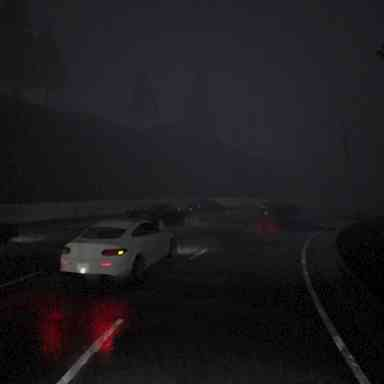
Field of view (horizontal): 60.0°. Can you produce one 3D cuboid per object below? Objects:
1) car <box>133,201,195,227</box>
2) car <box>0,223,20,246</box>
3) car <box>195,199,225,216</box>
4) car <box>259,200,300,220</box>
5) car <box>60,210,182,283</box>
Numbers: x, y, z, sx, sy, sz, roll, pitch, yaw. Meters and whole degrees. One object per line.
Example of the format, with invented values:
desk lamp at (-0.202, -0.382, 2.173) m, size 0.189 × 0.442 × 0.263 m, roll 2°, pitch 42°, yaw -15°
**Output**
car at (-1.908, 1.375, 19.443) m, size 1.882 × 1.535 × 5.008 m, roll 0°, pitch 0°, yaw 25°
car at (-8.778, 1.443, 11.763) m, size 2.033 × 1.411 × 5.357 m, roll 0°, pitch 0°, yaw 15°
car at (1.320, 1.384, 31.334) m, size 1.812 × 1.442 × 4.674 m, roll 0°, pitch 0°, yaw 39°
car at (7.217, 1.402, 27.184) m, size 2.128 × 1.511 × 4.902 m, roll 0°, pitch 0°, yaw 39°
car at (-1.860, 1.470, 9.556) m, size 1.812 × 1.442 × 4.674 m, roll 0°, pitch 0°, yaw 13°
